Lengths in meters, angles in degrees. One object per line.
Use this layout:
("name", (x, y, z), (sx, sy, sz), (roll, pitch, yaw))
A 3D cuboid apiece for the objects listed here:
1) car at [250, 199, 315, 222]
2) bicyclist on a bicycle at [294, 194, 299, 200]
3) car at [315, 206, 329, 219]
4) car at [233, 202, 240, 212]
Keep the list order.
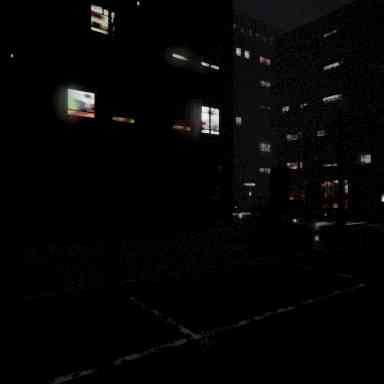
("car", (6.206, 1.342, 24.168), (2.008, 1.369, 4.403), (1, 0, -36))
("bicyclist on a bicycle", (11.451, 1.011, 36.190), (1.656, 1.620, 0.582), (0, 1, -36))
("car", (8.223, 1.318, 25.813), (1.812, 1.442, 4.674), (0, 1, -37))
("car", (2.723, 1.167, 33.332), (1.837, 1.490, 4.892), (0, 1, -36))
